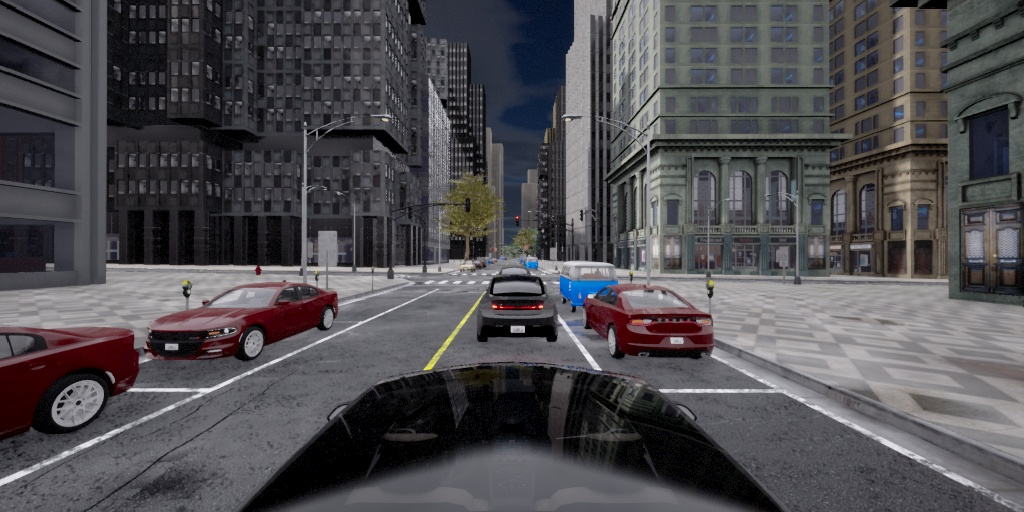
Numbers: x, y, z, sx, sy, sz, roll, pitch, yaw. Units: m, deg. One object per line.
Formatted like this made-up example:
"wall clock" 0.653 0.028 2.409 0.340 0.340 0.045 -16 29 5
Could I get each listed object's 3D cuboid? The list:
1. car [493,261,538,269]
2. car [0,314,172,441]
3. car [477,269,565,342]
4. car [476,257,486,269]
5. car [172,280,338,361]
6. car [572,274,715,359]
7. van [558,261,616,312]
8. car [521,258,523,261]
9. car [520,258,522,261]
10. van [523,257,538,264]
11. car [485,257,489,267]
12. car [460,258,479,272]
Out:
"car" 0.134 1.232 18.939 1.882 1.535 5.008 0 0 0
"car" -5.776 1.295 2.799 1.888 1.381 4.507 0 0 0
"car" 0.119 1.256 9.763 1.837 1.490 4.892 0 0 0
"car" -5.637 1.326 56.997 1.888 1.381 4.507 0 0 0
"car" -5.765 1.296 8.324 1.888 1.381 4.507 0 0 0
"car" 2.790 1.296 8.286 1.888 1.381 4.507 0 0 0
"van" 2.804 1.093 13.811 1.690 1.789 3.998 0 0 0
"car" 2.888 1.347 57.208 1.948 1.339 4.313 0 0 0
"car" 2.901 1.332 62.621 1.888 1.381 4.507 0 0 0
"van" 2.876 1.117 51.795 1.690 1.789 3.998 0 0 0
"car" -5.625 1.102 62.286 2.192 1.841 5.009 0 0 0
"car" -5.668 1.297 46.247 1.751 1.417 4.829 0 0 0
